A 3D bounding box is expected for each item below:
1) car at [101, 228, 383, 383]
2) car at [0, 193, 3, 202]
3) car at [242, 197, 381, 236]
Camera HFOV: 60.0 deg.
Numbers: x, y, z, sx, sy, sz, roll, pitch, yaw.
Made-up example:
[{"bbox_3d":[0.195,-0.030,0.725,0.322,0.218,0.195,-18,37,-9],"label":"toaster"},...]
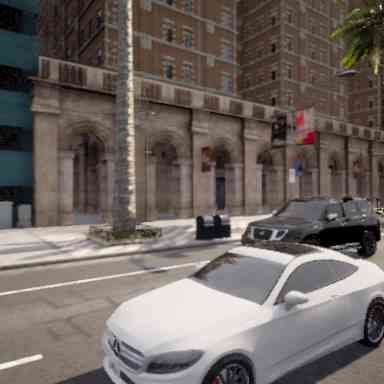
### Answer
[{"bbox_3d":[1.094,1.521,4.773,4.674,1.442,1.812,0,0,-36],"label":"car"},{"bbox_3d":[-15.986,1.028,22.950,5.566,2.045,2.435,0,0,-35],"label":"car"},{"bbox_3d":[4.217,1.209,11.301,5.566,2.045,2.150,0,0,-35],"label":"car"}]
